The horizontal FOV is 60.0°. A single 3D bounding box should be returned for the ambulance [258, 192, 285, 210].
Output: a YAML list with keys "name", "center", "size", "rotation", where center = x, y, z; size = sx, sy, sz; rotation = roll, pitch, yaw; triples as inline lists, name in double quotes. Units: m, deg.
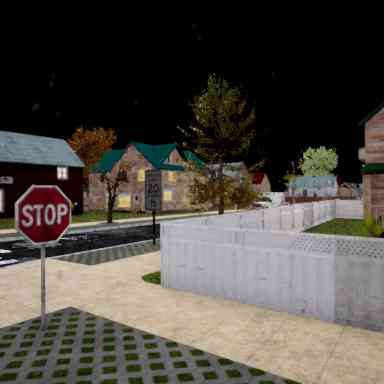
- name: "ambulance"
  center: [8.788, 1.252, 38.833]
  size: [2.351, 2.431, 6.366]
  rotation: [-1, -1, 34]
